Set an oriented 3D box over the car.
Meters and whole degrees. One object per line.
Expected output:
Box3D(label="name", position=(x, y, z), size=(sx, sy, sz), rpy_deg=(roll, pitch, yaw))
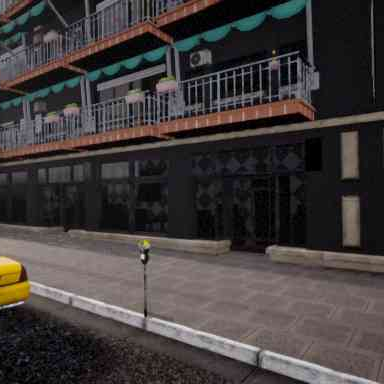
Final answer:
Box3D(label="car", position=(-5.422, 1.458, 6.803), size=(5.366, 1.575, 1.801), rpy_deg=(0, 0, 35))
